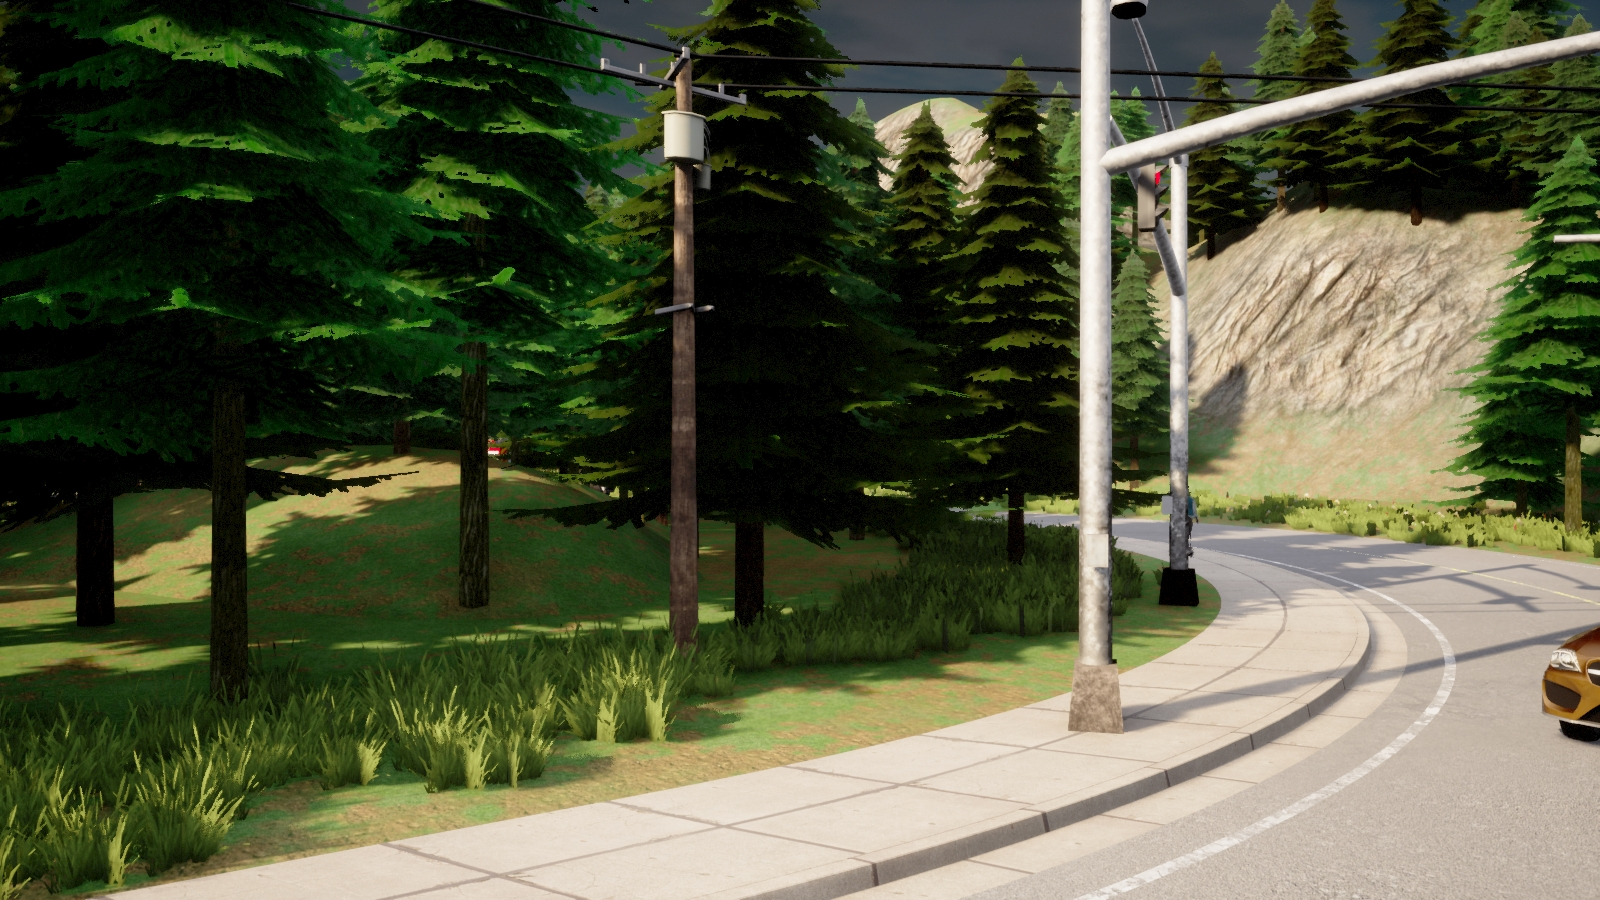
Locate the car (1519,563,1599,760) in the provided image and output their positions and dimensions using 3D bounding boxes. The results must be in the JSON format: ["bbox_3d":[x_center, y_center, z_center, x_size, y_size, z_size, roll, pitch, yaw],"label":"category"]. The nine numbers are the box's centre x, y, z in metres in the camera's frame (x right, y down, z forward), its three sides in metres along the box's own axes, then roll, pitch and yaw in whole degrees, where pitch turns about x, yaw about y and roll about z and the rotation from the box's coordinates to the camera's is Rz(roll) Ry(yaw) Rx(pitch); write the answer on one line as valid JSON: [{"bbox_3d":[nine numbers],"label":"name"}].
[{"bbox_3d":[9.577,1.970,11.147,5.027,1.651,2.152,0,0,-29],"label":"car"}]
